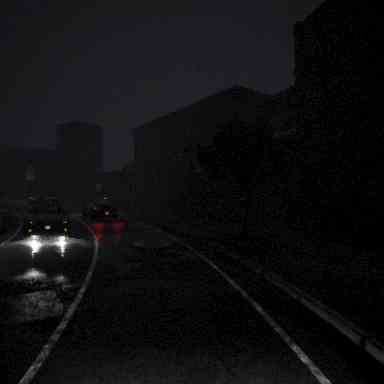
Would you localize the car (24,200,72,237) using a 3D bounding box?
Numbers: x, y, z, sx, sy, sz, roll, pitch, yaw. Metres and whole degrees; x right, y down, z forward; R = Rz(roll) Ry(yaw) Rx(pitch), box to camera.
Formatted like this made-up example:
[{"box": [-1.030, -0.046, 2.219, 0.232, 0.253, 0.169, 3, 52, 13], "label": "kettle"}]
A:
[{"box": [-7.068, 1.326, 16.492, 1.994, 1.385, 4.181, 1, 1, -22], "label": "car"}]

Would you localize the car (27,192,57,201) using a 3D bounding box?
[{"box": [-16.828, 0.789, 37.228, 4.902, 1.511, 2.128, 3, -1, 44], "label": "car"}]

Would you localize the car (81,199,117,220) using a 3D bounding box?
[{"box": [-6.884, 1.218, 24.695, 1.812, 1.442, 4.674, 2, 0, -28], "label": "car"}]
